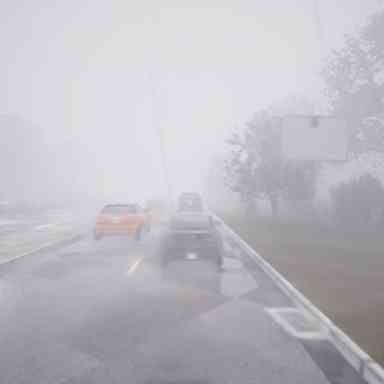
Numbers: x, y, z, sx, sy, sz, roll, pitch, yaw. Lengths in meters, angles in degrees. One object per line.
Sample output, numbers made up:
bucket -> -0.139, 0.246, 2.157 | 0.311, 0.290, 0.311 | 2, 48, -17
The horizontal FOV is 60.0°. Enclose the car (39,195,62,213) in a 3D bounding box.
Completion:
car -> -15.742, 1.156, 34.452 | 2.185, 1.767, 4.553 | 0, 0, -1

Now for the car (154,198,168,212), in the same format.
car -> -3.474, 1.341, 32.436 | 1.837, 1.490, 4.892 | 0, 0, 0

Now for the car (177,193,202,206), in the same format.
car -> -0.214, 1.061, 31.376 | 2.150, 2.045, 5.566 | 0, 0, 0

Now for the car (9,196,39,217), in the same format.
car -> -15.672, 1.348, 29.024 | 2.002, 1.452, 4.674 | 0, 0, -1

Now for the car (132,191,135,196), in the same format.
car -> -16.386, 1.078, 84.271 | 2.002, 1.452, 4.674 | 0, 0, -1

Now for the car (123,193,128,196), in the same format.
car -> -16.242, 0.967, 73.124 | 2.185, 1.767, 4.553 | 0, 0, -1

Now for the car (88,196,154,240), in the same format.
car -> -3.311, 1.270, 16.559 | 2.097, 1.767, 4.553 | 0, 0, 0

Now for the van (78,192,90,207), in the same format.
van -> -15.883, 1.002, 45.353 | 1.878, 1.987, 4.442 | 0, 0, -1

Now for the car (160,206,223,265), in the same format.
car -> -0.020, 1.448, 11.383 | 1.837, 1.490, 4.892 | 0, 1, 0

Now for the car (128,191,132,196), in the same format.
car -> -16.313, 0.940, 78.649 | 2.185, 1.767, 4.553 | 0, 0, -1

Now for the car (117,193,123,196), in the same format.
car -> -16.171, 1.121, 67.575 | 2.231, 1.521, 4.892 | 0, 0, -1

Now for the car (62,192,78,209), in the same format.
car -> -15.813, 1.129, 39.976 | 2.185, 1.767, 4.553 | 0, 0, -1

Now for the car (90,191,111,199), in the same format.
car -> -16.028, 0.922, 56.615 | 2.435, 2.045, 5.566 | 0, 0, -1

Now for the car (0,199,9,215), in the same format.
car -> -15.599, 1.336, 23.504 | 2.231, 1.521, 4.892 | 0, 0, -1

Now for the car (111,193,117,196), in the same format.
car -> -16.099, 1.147, 62.049 | 2.097, 1.535, 5.008 | 0, 0, -1
